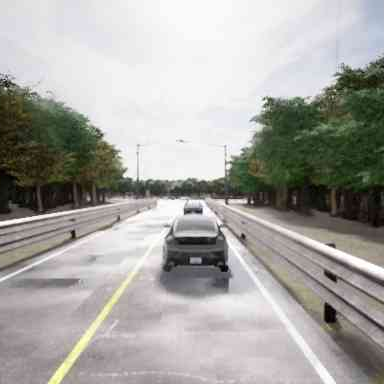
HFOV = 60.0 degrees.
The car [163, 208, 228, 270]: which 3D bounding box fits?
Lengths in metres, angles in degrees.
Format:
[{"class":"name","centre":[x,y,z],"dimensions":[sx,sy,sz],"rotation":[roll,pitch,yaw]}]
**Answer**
[{"class":"car","centre":[0.100,1.501,10.936],"dimensions":[1.837,1.490,4.892],"rotation":[0,0,0]}]

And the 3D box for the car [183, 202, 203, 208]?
[{"class":"car","centre":[0.115,1.622,33.207],"dimensions":[1.895,1.301,4.718],"rotation":[0,0,0]}]
